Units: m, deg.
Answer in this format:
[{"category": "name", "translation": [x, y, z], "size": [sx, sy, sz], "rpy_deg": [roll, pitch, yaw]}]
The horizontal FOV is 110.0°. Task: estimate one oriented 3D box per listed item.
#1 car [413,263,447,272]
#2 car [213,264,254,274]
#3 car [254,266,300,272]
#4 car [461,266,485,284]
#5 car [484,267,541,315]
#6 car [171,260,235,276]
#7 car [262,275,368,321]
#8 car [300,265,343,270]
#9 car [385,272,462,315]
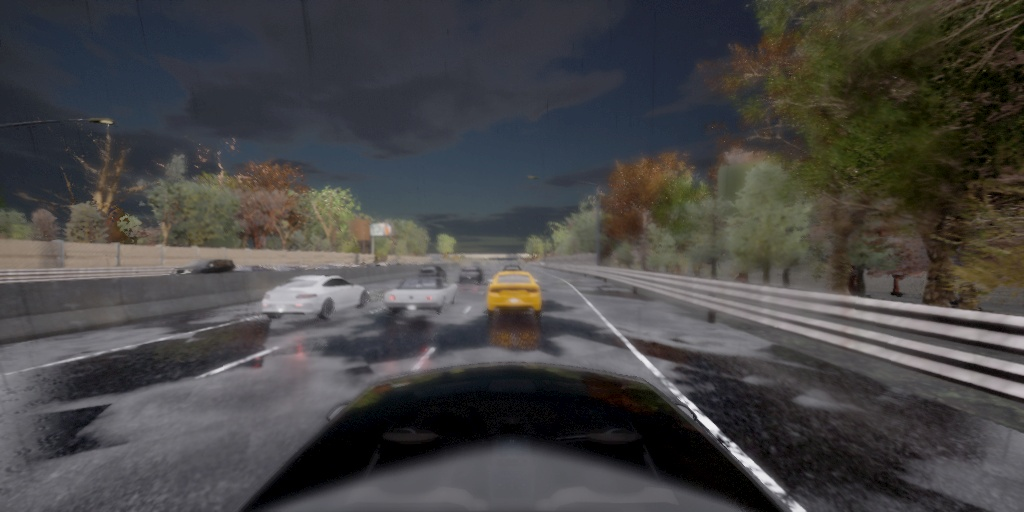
[{"category": "car", "translation": [-6.924, 1.614, 31.474], "size": [1.837, 1.490, 4.892], "rpy_deg": [0, -1, 0]}, {"category": "car", "translation": [-24.620, 1.683, 33.708], "size": [2.033, 1.411, 5.357], "rpy_deg": [0, -1, 0]}, {"category": "car", "translation": [-21.121, 1.684, 33.729], "size": [2.033, 1.411, 5.357], "rpy_deg": [0, -1, 0]}, {"category": "car", "translation": [-3.424, 1.600, 31.409], "size": [2.128, 1.511, 4.902], "rpy_deg": [0, -1, 0]}, {"category": "car", "translation": [0.089, 1.378, 14.405], "size": [1.882, 1.535, 5.008], "rpy_deg": [0, -1, 0]}, {"category": "car", "translation": [-27.963, 1.347, 32.878], "size": [2.150, 2.045, 5.566], "rpy_deg": [0, -1, -1]}, {"category": "car", "translation": [-6.915, 1.409, 13.055], "size": [1.812, 1.442, 4.674], "rpy_deg": [0, -1, 0]}, {"category": "car", "translation": [-17.618, 1.637, 34.404], "size": [2.128, 1.511, 4.902], "rpy_deg": [0, -1, 0]}, {"category": "car", "translation": [-3.411, 1.502, 14.481], "size": [1.895, 1.301, 4.718], "rpy_deg": [0, -1, 0]}]
